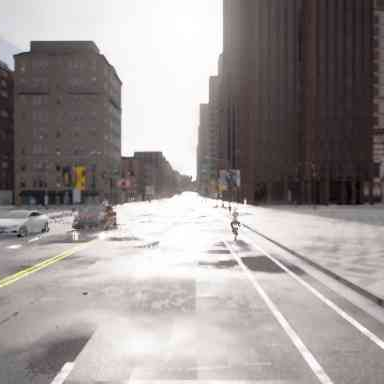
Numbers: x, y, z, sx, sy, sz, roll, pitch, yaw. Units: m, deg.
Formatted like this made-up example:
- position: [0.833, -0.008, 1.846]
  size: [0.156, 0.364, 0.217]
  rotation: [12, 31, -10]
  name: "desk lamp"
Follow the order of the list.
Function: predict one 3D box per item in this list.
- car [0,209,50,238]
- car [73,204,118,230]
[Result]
- position: [-9.850, 1.758, 19.225]
  size: [1.812, 1.442, 4.674]
  rotation: [0, -1, 0]
  name: "car"
- position: [-6.600, 1.633, 23.130]
  size: [2.097, 1.767, 4.553]
  rotation: [0, -1, 0]
  name: "car"
